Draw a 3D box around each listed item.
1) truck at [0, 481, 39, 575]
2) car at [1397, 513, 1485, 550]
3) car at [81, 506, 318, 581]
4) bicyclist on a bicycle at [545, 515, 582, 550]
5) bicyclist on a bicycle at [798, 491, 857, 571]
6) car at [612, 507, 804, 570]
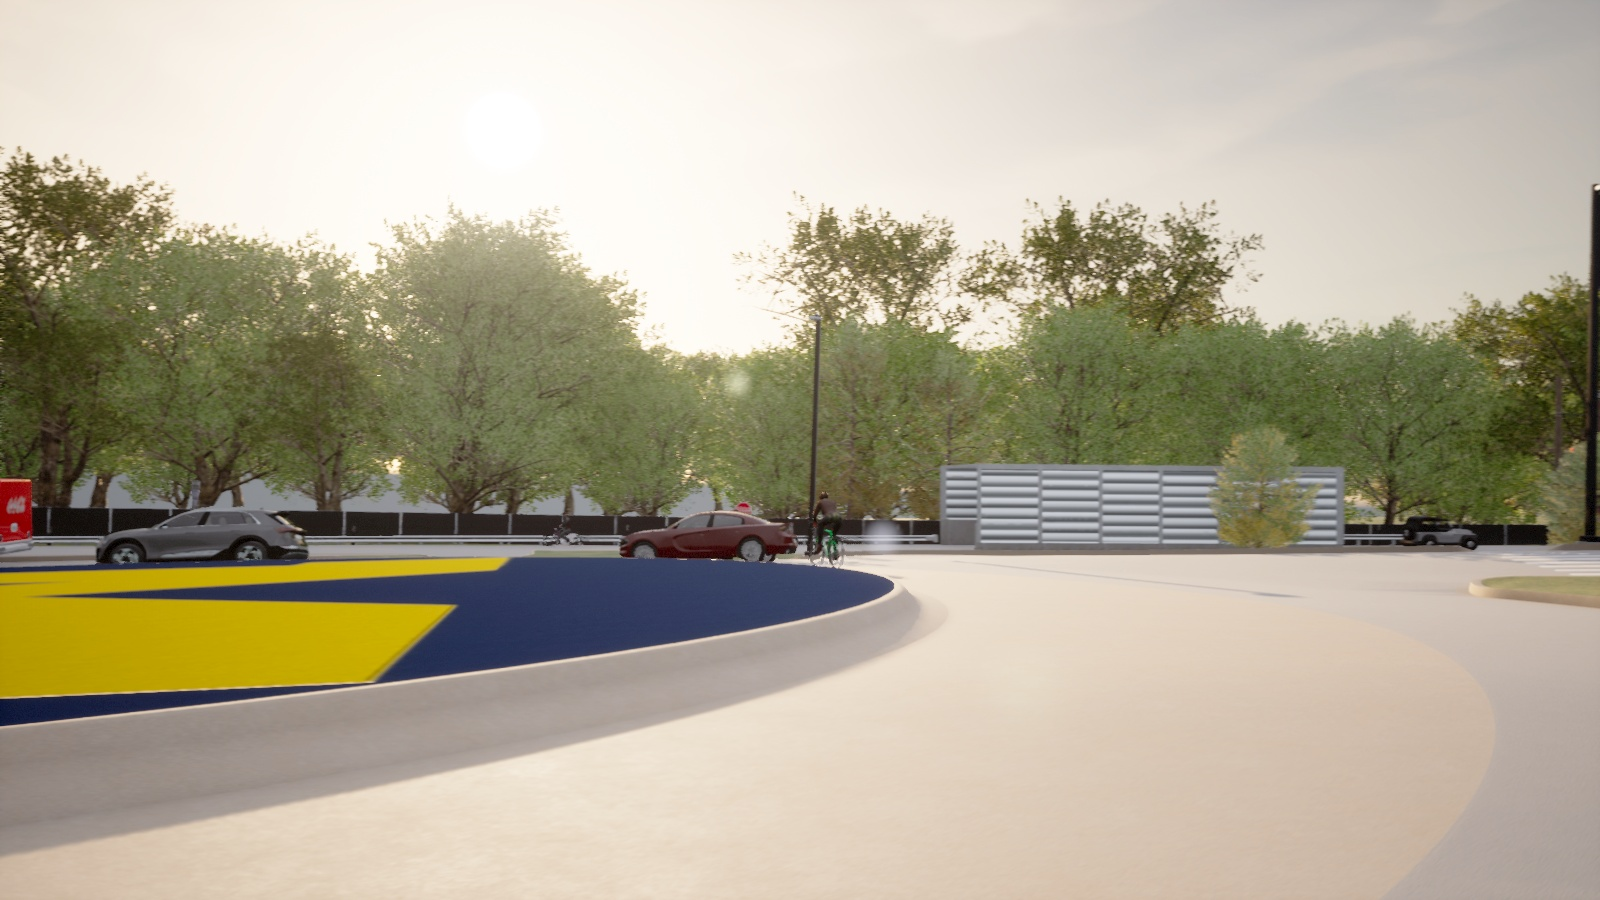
[{"bbox_3d":[-24.069,2.074,34.082,5.204,2.467,2.627,1,-1,-11],"label":"truck"},{"bbox_3d":[34.768,4.397,68.167,3.866,1.878,1.905,0,-1,-6],"label":"car"},{"bbox_3d":[-14.789,2.339,31.186,4.856,1.649,2.033,-1,-7,-5],"label":"car"},{"bbox_3d":[-12.215,4.236,64.773,1.843,1.776,0.659,1,-1,-12],"label":"bicyclist on a bicycle"},{"bbox_3d":[0.575,1.705,26.568,0.582,1.620,1.656,2,-4,-24],"label":"bicyclist on a bicycle"},{"bbox_3d":[-2.542,2.483,35.169,5.008,1.535,1.882,-3,-5,10],"label":"car"}]
